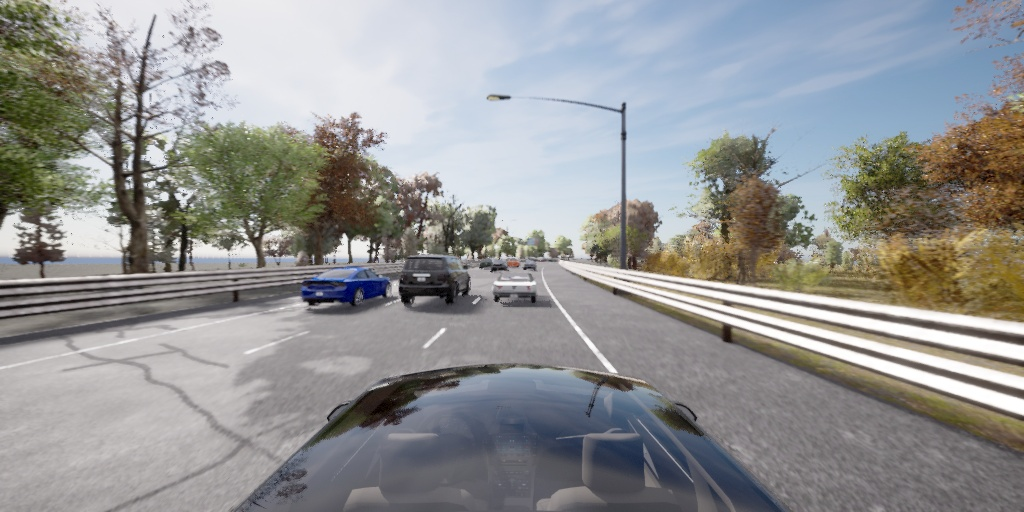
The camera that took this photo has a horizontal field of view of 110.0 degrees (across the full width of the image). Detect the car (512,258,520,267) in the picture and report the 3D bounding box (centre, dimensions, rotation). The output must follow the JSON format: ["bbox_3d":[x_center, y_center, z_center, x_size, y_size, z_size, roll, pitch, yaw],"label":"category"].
[{"bbox_3d":[0.381,1.207,64.906,2.097,1.767,4.553,0,0,6],"label":"car"}]

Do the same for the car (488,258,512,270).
[{"bbox_3d":[-1.510,1.316,45.197,1.837,1.490,4.892,0,0,5],"label":"car"}]

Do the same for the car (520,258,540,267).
[{"bbox_3d":[2.753,1.387,53.797,2.033,1.411,5.357,0,0,6],"label":"car"}]

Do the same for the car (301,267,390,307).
[{"bbox_3d":[-6.856,1.222,15.448,1.882,1.535,5.008,0,0,2],"label":"car"}]

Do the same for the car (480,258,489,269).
[{"bbox_3d":[-3.826,1.180,58.314,2.097,1.767,4.553,0,0,6],"label":"car"}]

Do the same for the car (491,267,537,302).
[{"bbox_3d":[0.201,1.372,17.161,1.895,1.301,4.718,0,0,3],"label":"car"}]

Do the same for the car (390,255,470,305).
[{"bbox_3d":[-3.327,0.979,16.340,2.150,2.045,5.566,0,0,3],"label":"car"}]
